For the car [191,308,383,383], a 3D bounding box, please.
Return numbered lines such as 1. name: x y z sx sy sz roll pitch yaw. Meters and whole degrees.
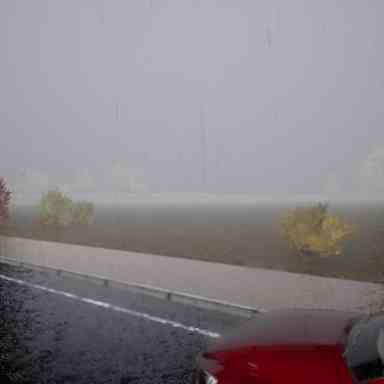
1. car: 2.230 1.421 1.973 4.856 1.649 2.033 -1 -1 35
